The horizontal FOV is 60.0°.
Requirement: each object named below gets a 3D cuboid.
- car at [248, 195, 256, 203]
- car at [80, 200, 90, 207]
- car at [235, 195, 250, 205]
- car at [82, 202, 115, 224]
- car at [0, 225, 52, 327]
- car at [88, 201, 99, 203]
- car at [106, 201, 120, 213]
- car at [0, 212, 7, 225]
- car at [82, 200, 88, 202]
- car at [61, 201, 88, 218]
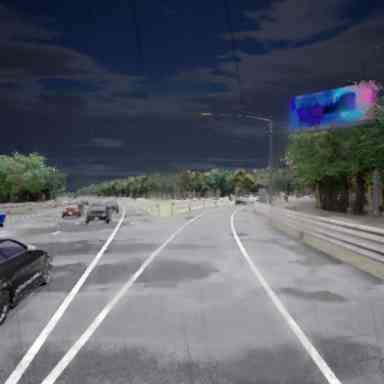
[{"bbox_3d":[14.000,1.693,80.322,2.150,2.045,5.566,0,0,26],"label":"car"},{"bbox_3d":[-25.810,2.759,80.223,1.837,1.490,4.892,0,-1,-14],"label":"car"},{"bbox_3d":[10.359,2.045,70.797,1.837,1.490,4.892,0,0,20],"label":"car"},{"bbox_3d":[-7.873,1.868,28.444,1.837,1.490,4.892,0,-1,-10],"label":"car"},{"bbox_3d":[-4.388,1.641,6.956,1.994,1.385,4.181,0,-1,-9],"label":"car"},{"bbox_3d":[-17.924,2.466,62.317,2.033,1.411,5.357,0,-1,-13],"label":"car"},{"bbox_3d":[-11.115,1.989,45.928,2.097,1.767,4.553,0,-1,-11],"label":"car"},{"bbox_3d":[-13.688,1.749,21.521,1.882,1.535,5.008,0,-1,-9],"label":"car"},{"bbox_3d":[-22.814,2.574,67.469,1.994,1.385,4.181,0,-1,-13],"label":"car"},{"bbox_3d":[-12.592,2.003,35.567,1.812,1.442,4.674,0,-1,-10],"label":"car"}]
